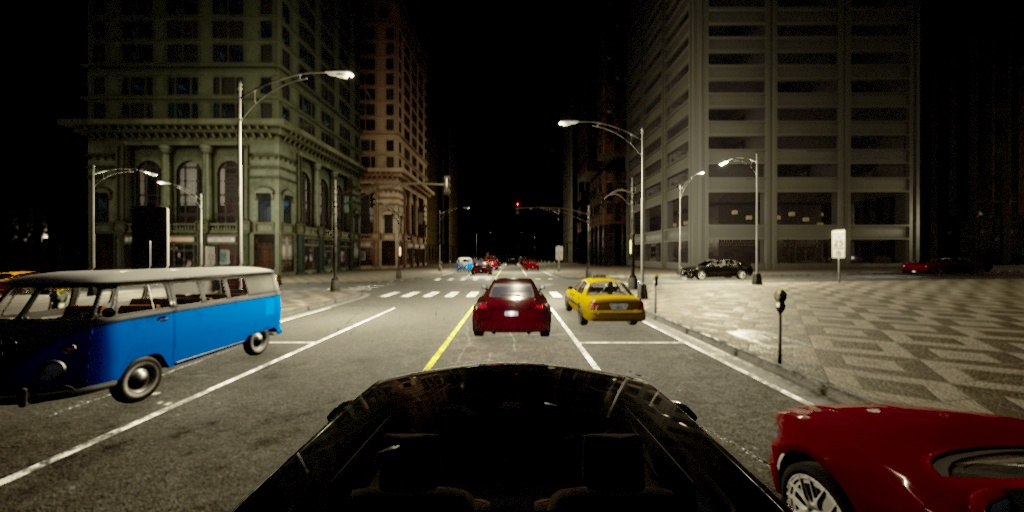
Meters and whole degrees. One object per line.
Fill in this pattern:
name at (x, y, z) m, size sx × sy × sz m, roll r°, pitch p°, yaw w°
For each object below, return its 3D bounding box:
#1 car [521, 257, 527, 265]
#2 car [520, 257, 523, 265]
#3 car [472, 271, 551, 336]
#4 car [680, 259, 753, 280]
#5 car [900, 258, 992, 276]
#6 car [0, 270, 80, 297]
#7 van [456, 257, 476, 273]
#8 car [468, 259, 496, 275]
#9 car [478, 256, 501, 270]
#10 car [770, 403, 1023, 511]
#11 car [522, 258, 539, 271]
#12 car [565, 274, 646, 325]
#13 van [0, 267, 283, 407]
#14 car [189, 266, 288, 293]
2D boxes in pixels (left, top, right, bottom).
car at (2.761, 1.289, 55.033) m, size 1.888 × 1.381 × 4.507 m, roll 0°, pitch 0°, yaw 0°
car at (2.757, 1.291, 60.558) m, size 1.888 × 1.381 × 4.507 m, roll 0°, pitch 0°, yaw 0°
car at (0.031, 1.310, 10.354) m, size 1.994 × 1.385 × 4.181 m, roll 0°, pitch 0°, yaw 1°
car at (14.904, 0.961, 26.273) m, size 4.892 × 1.490 × 1.837 m, roll -1°, pitch 0°, yaw 0°
car at (31.602, 0.780, 26.214) m, size 4.718 × 1.301 × 1.895 m, roll -1°, pitch 0°, yaw 0°
car at (-31.659, 1.747, 23.231) m, size 5.008 × 1.535 × 1.882 m, roll -1°, pitch 0°, yaw 0°
van at (-5.790, 1.081, 43.998) m, size 1.690 × 1.789 × 3.998 m, roll 0°, pitch 0°, yaw 0°
car at (-3.102, 1.304, 38.101) m, size 1.994 × 1.385 × 4.181 m, roll 0°, pitch 0°, yaw 1°
car at (-3.110, 0.965, 51.044) m, size 2.150 × 2.045 × 5.566 m, roll 0°, pitch 0°, yaw 0°
car at (2.765, 1.295, 0.835) m, size 1.888 × 1.381 × 4.507 m, roll 0°, pitch 0°, yaw 0°
car at (2.764, 1.287, 49.508) m, size 1.888 × 1.381 × 4.507 m, roll 0°, pitch 0°, yaw 0°
car at (2.767, 1.271, 11.585) m, size 1.751 × 1.417 × 4.829 m, roll 0°, pitch 0°, yaw 0°
van at (-5.762, 1.088, 6.014) m, size 1.690 × 1.789 × 3.998 m, roll 0°, pitch 0°, yaw 0°
car at (-17.584, 1.502, 23.184) m, size 5.008 × 1.535 × 1.882 m, roll -1°, pitch 0°, yaw 2°
